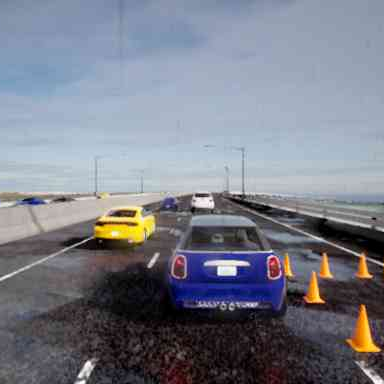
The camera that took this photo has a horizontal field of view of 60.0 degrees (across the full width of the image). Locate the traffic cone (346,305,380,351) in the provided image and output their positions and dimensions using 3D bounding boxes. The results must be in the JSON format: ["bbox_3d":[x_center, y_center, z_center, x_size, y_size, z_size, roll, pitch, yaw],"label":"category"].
[{"bbox_3d":[2.464,1.930,4.804,0.340,0.580,0.340,0,0,1],"label":"traffic cone"}]

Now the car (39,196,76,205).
[{"bbox_3d":[-13.148,1.223,33.614,1.837,1.490,4.892,0,0,1],"label":"car"}]

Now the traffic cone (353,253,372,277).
[{"bbox_3d":[4.505,1.909,8.783,0.340,0.580,0.340,0,0,1],"label":"traffic cone"}]

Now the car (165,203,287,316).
[{"bbox_3d":[0.598,1.300,7.582,2.097,1.767,4.553,0,0,1],"label":"car"}]

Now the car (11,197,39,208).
[{"bbox_3d":[-16.637,1.228,34.149,1.812,1.442,4.674,0,0,1],"label":"car"}]

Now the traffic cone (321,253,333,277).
[{"bbox_3d":[3.505,1.905,8.793,0.340,0.580,0.340,0,0,1],"label":"traffic cone"}]

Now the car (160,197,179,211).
[{"bbox_3d":[-2.392,1.260,36.182,1.812,1.442,4.674,0,0,1],"label":"car"}]

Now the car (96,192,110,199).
[{"bbox_3d":[-18.986,0.790,71.030,1.882,1.535,5.008,0,0,2],"label":"car"}]

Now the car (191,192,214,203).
[{"bbox_3d":[1.067,0.981,34.420,2.150,2.045,5.566,0,0,1],"label":"car"}]

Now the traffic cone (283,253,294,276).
[{"bbox_3d":[2.505,1.902,8.803,0.340,0.580,0.340,0,0,1],"label":"traffic cone"}]

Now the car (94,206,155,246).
[{"bbox_3d":[-2.805,1.364,14.728,1.882,1.535,5.008,0,0,1],"label":"car"}]

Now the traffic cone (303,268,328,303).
[{"bbox_3d":[2.485,1.916,6.804,0.340,0.580,0.340,0,0,1],"label":"traffic cone"}]
